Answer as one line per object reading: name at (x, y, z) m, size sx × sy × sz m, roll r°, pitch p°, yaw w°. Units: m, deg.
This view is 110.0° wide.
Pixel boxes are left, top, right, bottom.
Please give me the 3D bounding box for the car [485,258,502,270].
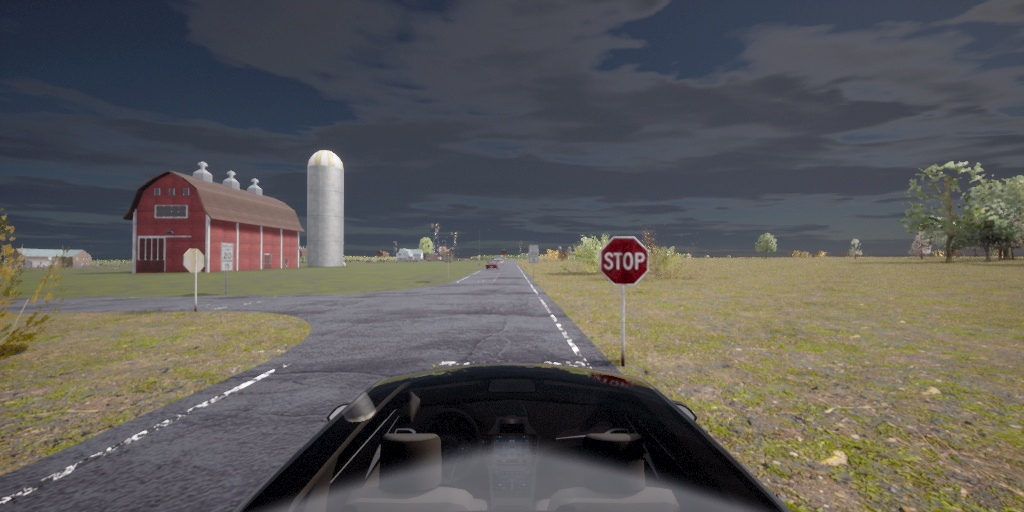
car at (-2.889, 1.380, 52.530) m, size 1.895 × 1.301 × 4.718 m, roll 0°, pitch 0°, yaw 0°
